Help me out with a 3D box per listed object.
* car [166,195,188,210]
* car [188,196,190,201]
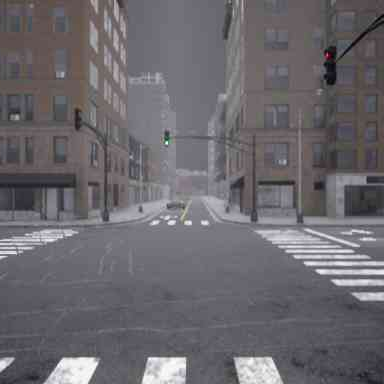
[{"bbox_3d":[-1.890,1.165,40.244,2.097,1.767,4.553,0,0,1],"label":"car"},{"bbox_3d":[-1.496,1.335,72.789,1.994,1.385,4.181,0,0,1],"label":"car"}]
